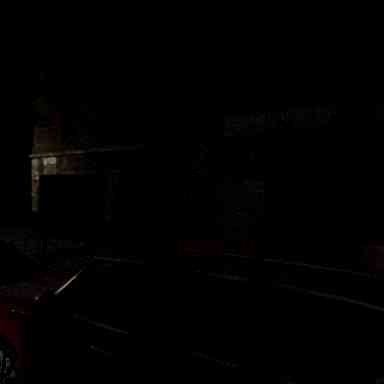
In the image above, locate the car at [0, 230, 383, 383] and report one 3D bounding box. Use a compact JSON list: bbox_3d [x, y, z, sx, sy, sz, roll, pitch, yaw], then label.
[{"bbox_3d":[0.006,1.305,3.062,5.009,1.841,2.192,0,1,35],"label":"car"}]
